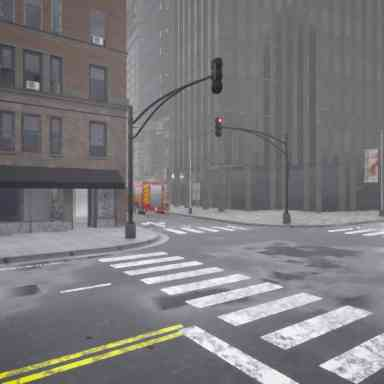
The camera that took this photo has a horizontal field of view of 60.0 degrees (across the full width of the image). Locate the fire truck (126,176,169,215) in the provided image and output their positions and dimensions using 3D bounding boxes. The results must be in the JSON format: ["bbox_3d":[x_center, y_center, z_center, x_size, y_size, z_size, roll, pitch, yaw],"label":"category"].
[{"bbox_3d":[-5.313,0.386,36.145,2.891,3.827,8.468,0,0,-26],"label":"fire truck"}]
